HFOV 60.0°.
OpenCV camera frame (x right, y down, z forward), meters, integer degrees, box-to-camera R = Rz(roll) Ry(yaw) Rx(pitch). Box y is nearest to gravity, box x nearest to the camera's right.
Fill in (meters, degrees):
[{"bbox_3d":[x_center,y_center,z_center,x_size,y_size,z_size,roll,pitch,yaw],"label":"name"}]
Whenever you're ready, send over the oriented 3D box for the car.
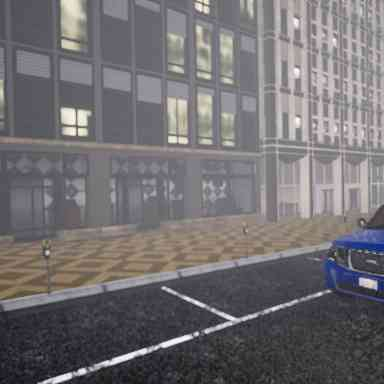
[{"bbox_3d":[5.158,1.138,7.146,5.566,2.045,2.150,-1,0,-36],"label":"car"}]
